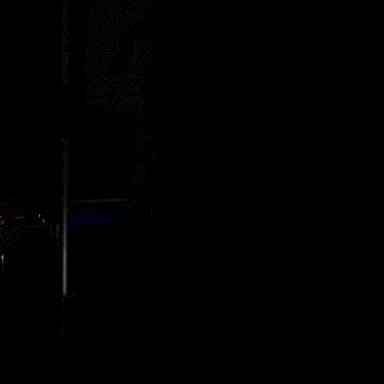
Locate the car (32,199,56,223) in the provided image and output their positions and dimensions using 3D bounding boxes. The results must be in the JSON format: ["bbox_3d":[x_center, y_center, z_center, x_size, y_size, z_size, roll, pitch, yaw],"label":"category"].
[{"bbox_3d":[-8.065,1.427,23.661,2.033,1.411,5.357,0,1,35],"label":"car"}]

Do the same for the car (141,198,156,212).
[{"bbox_3d":[-5.380,1.315,32.031,1.887,1.381,4.507,1,1,35],"label":"car"}]

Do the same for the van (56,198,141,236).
[{"bbox_3d":[-4.915,1.270,17.946,1.690,1.788,3.998,1,1,35],"label":"van"}]

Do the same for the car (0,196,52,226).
[{"bbox_3d":[-11.869,1.223,22.877,2.192,1.841,5.009,1,1,35],"label":"car"}]
